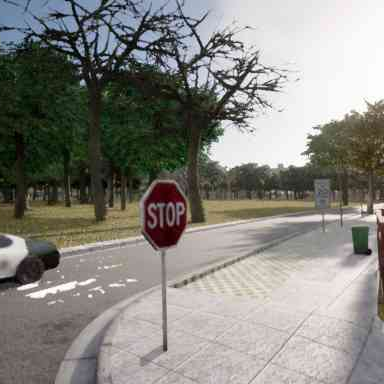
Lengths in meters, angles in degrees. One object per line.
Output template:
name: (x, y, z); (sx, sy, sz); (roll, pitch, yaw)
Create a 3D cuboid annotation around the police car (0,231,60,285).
police car: (-5.658, 1.614, 7.658); (2.038, 1.542, 4.974); (-1, -2, 29)
